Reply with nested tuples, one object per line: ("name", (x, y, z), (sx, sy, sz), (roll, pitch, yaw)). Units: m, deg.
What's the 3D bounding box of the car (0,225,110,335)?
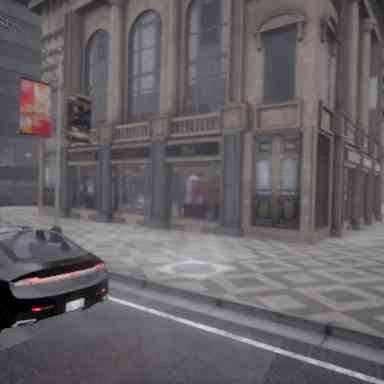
("car", (-3.651, 1.397, 6.333), (4.902, 1.511, 2.128), (1, 1, 37))
